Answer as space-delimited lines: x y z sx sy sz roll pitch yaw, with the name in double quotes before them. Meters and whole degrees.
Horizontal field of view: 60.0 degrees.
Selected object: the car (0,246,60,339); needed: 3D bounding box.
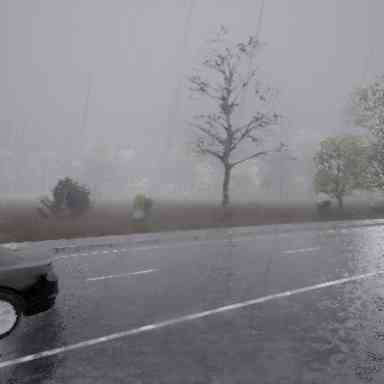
"car" -4.636 1.454 4.873 5.008 1.535 1.882 0 0 -35
